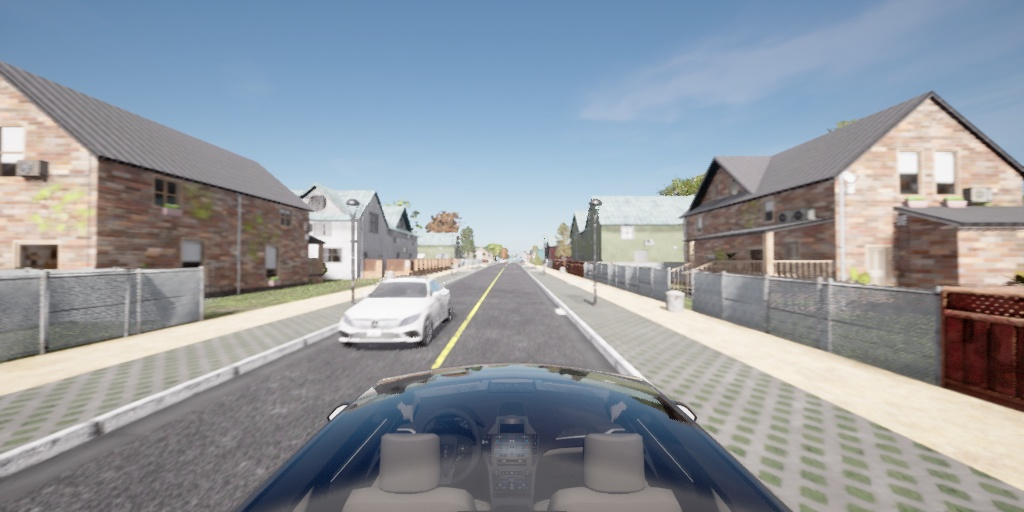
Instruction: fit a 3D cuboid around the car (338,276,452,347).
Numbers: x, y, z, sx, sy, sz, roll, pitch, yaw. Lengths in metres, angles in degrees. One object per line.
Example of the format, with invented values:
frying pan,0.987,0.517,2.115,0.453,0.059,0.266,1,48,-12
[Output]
car,-2.753,1.277,9.468,1.812,1.442,4.674,0,0,0
